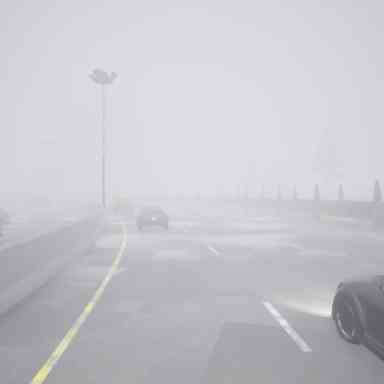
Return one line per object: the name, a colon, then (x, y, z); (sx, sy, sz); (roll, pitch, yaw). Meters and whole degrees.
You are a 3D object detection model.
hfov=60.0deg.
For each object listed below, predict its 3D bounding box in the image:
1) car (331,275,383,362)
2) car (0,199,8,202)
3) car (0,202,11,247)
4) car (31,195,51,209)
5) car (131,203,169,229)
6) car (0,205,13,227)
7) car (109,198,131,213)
car: (3.315, 1.548, 3.758); (1.994, 1.385, 4.181); (0, 0, -2)
car: (-33.597, 1.931, 58.630); (1.994, 1.385, 4.181); (0, 0, -41)
car: (-7.996, 1.392, 10.759); (2.097, 1.767, 4.553); (0, 0, -8)
car: (-23.366, 1.468, 51.164); (2.150, 2.045, 5.566); (0, 0, -34)
car: (-2.772, 1.586, 22.065); (1.994, 1.385, 4.181); (0, 0, -13)
car: (-14.057, 1.657, 23.058); (1.994, 1.385, 4.181); (0, 0, -16)
car: (-8.305, 1.435, 38.537); (2.097, 1.767, 4.553); (0, 0, -23)
